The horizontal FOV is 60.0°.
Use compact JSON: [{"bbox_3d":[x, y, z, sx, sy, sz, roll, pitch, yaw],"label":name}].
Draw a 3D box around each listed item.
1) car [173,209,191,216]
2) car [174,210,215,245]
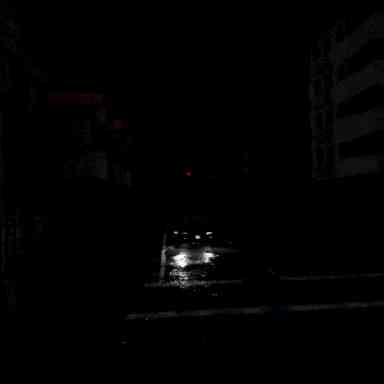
[{"bbox_3d":[-0.596,2.263,29.092,2.128,1.511,4.902,-1,-1,-4],"label":"car"},{"bbox_3d":[0.112,2.037,18.853,1.837,1.490,4.892,-1,-1,-4],"label":"car"}]
